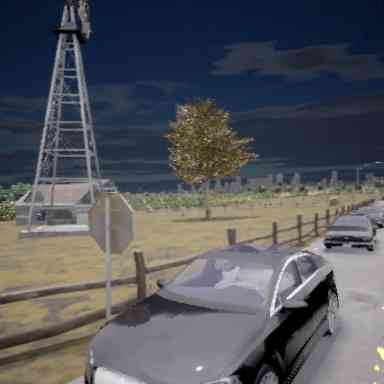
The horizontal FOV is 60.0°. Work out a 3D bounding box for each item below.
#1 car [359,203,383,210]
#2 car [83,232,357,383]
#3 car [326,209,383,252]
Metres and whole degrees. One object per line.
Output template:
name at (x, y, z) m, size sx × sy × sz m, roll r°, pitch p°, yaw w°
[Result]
car at (13.051, 1.792, 24.465) m, size 1.837 × 1.490 × 4.892 m, roll -2°, pitch -2°, yaw 31°
car at (0.761, 1.591, 4.759) m, size 2.128 × 1.511 × 4.902 m, roll -2°, pitch -1°, yaw 34°
car at (7.452, 1.747, 15.338) m, size 2.033 × 1.411 × 5.357 m, roll -2°, pitch -1°, yaw 31°
